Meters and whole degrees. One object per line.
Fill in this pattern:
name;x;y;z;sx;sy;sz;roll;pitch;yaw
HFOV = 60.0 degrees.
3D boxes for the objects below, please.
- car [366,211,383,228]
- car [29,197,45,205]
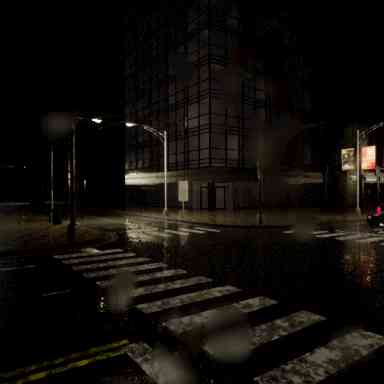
car;12.960;1.606;20.811;4.718;1.301;1.895;0;0;-35
car;-28.658;1.691;61.469;2.033;1.411;5.357;0;0;-36
